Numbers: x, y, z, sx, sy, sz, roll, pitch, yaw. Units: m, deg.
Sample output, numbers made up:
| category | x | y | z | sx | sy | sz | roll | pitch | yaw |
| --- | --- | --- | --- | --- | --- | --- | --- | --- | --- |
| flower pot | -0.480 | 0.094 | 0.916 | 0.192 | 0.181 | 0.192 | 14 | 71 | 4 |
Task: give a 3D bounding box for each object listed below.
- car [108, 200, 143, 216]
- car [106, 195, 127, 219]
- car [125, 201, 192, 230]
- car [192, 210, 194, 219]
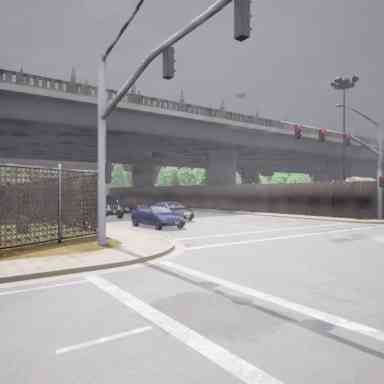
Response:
| category | x | y | z | sx | sy | sz | roll | pitch | yaw |
| --- | --- | --- | --- | --- | --- | --- | --- | --- | --- |
| car | -6.903 | 1.619 | 34.068 | 1.994 | 1.385 | 4.181 | 0 | 0 | -36 |
| car | -7.988 | 1.277 | 29.557 | 2.150 | 2.045 | 5.566 | 0 | 0 | -36 |
| car | -2.330 | 1.581 | 21.677 | 1.812 | 1.442 | 4.674 | 0 | 0 | -38 |
| car | -1.729 | 1.547 | 26.817 | 2.128 | 1.511 | 4.902 | 0 | 0 | -36 |
